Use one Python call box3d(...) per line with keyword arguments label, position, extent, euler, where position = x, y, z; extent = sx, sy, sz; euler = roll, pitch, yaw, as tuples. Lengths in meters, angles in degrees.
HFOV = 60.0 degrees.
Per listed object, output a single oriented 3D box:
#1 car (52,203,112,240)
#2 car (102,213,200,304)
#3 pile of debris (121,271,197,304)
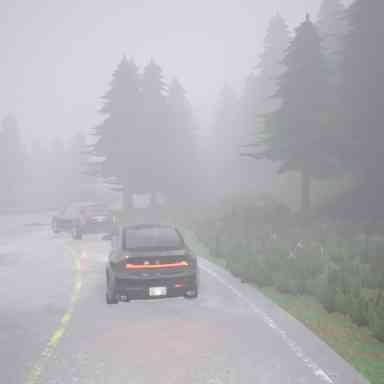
box3d(label="car", position=(-5.718, 1.352, 17.458), extent=(2.097, 1.767, 4.553), euler=(0, 0, -39))
box3d(label="car", position=(-1.115, 1.504, 8.240), extent=(1.837, 1.490, 4.892), euler=(0, 0, -12))
box3d(label="pile of debris", position=(-0.858, 2.175, 7.751), extent=(1.500, 0.140, 1.860), euler=(0, 0, -14))
